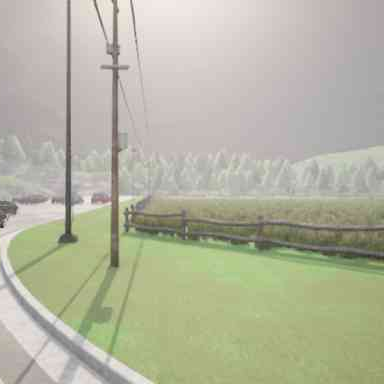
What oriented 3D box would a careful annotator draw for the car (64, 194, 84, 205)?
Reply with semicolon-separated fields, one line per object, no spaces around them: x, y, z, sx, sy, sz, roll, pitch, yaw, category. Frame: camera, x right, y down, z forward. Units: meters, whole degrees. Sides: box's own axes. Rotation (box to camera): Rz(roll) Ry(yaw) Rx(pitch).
-19.428;1.381;55.640;1.994;1.385;4.181;0;0;-6;car

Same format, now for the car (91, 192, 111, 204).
-16.193;1.043;58.369;2.150;2.045;5.566;0;0;-6;car

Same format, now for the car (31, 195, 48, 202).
-31.474;1.302;68.856;1.994;1.385;4.181;0;0;-6;car

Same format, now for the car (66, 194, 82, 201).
-24.469;1.144;69.176;2.033;1.411;5.357;0;0;-6;car

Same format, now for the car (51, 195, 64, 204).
-23.380;1.302;58.813;1.837;1.490;4.892;0;0;-6;car

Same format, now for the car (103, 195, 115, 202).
-17.580;1.315;70.598;1.812;1.442;4.674;0;0;-6;car

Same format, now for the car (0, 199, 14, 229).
-11.629;1.401;17.988;1.882;1.535;5.008;-1;0;-12;car

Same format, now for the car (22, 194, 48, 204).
-26.592;1.143;56.846;2.097;1.767;4.553;0;0;-6;car

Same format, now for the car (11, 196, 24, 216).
-16.591;1.389;28.634;1.837;1.490;4.892;0;0;-6;car
